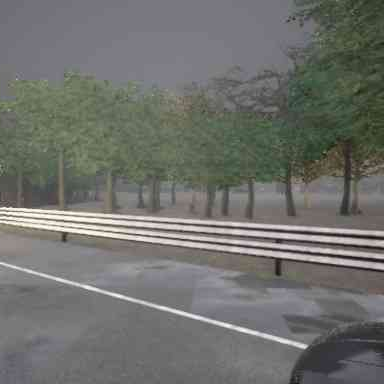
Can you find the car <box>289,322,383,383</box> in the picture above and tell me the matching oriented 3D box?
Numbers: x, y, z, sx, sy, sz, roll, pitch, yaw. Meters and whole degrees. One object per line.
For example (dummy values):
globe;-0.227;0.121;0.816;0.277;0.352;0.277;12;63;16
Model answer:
car;2.993;1.505;1.756;4.892;1.490;1.837;0;0;35
